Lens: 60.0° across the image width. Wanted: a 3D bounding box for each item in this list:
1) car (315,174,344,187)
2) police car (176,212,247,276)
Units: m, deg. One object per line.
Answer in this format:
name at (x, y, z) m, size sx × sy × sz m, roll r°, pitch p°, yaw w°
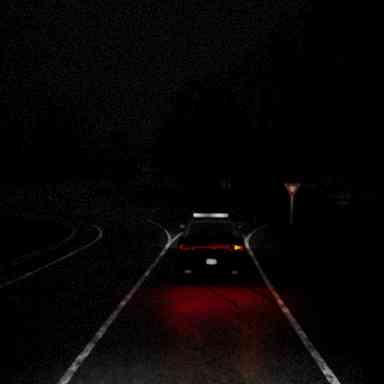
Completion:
car at (20.369, -1.652, 48.551) m, size 2.150 × 2.045 × 5.566 m, roll -1°, pitch 5°, yaw -12°
police car at (0.603, 1.459, 10.766) m, size 1.930 × 1.638 × 5.238 m, roll 0°, pitch 1°, yaw 3°
